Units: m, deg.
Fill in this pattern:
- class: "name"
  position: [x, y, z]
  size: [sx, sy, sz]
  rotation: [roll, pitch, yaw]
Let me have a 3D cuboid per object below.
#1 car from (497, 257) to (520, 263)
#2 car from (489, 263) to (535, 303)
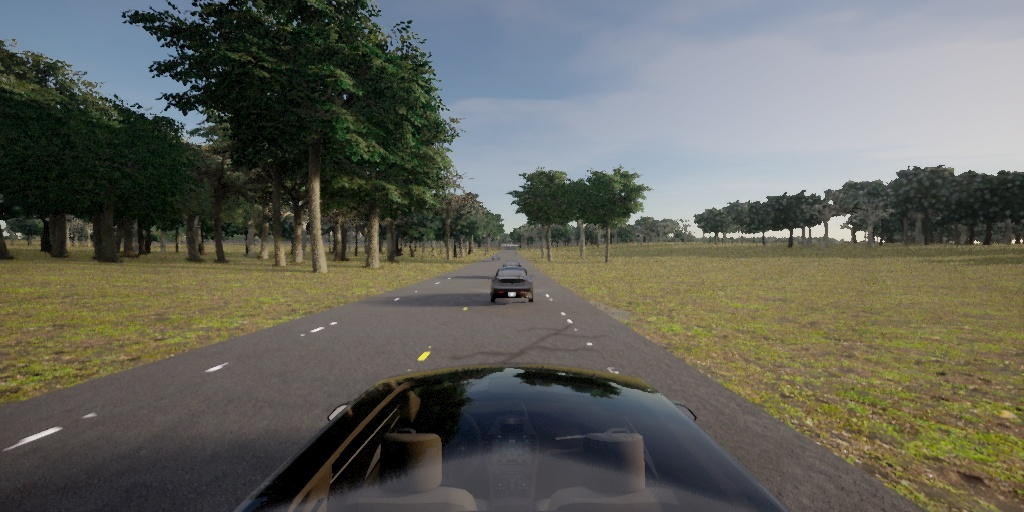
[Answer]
- class: "car"
  position: [0.000, 1.105, 31.494]
  size: [2.128, 1.511, 4.902]
  rotation: [0, 1, 0]
- class: "car"
  position: [0.000, 1.238, 16.498]
  size: [1.837, 1.490, 4.892]
  rotation: [0, 0, 0]
